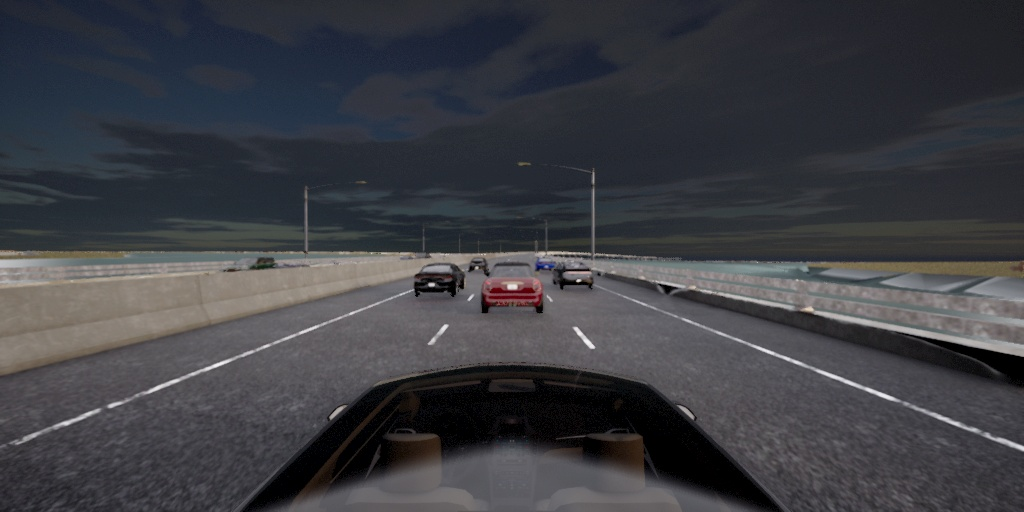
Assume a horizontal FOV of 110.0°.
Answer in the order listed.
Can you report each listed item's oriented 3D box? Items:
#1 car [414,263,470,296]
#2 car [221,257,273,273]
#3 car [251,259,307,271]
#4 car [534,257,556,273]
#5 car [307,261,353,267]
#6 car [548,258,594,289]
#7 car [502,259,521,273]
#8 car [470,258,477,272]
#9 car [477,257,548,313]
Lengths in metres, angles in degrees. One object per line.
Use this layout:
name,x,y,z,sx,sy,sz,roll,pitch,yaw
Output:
car,-3.509,1.080,18.108,1.882,1.535,5.008,0,1,0
car,-21.230,0.858,29.319,2.097,1.767,4.553,0,1,0
car,-17.733,1.115,28.291,1.895,1.301,4.718,0,1,0
car,3.478,0.889,38.479,1.882,1.535,5.008,0,1,0
car,-14.233,1.105,29.291,1.895,1.301,4.718,0,1,0
car,3.481,1.065,21.134,2.128,1.511,4.902,0,1,0
car,-0.026,1.025,37.258,1.895,1.301,4.718,0,1,0
car,-3.522,0.919,38.530,1.837,1.490,4.892,0,1,0
car,0.007,0.994,13.615,2.097,1.767,4.553,0,0,0
